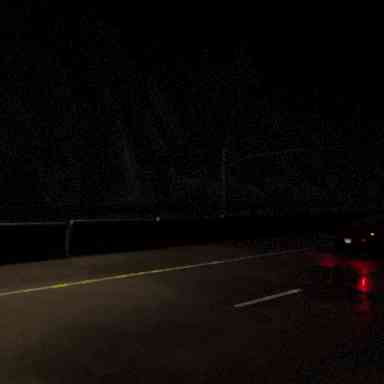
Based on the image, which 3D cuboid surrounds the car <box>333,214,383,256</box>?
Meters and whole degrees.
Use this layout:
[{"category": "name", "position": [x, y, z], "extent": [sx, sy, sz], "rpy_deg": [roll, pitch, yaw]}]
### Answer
[{"category": "car", "position": [7.639, 1.616, 13.584], "extent": [4.674, 1.442, 1.812], "rpy_deg": [0, 0, -35]}]
